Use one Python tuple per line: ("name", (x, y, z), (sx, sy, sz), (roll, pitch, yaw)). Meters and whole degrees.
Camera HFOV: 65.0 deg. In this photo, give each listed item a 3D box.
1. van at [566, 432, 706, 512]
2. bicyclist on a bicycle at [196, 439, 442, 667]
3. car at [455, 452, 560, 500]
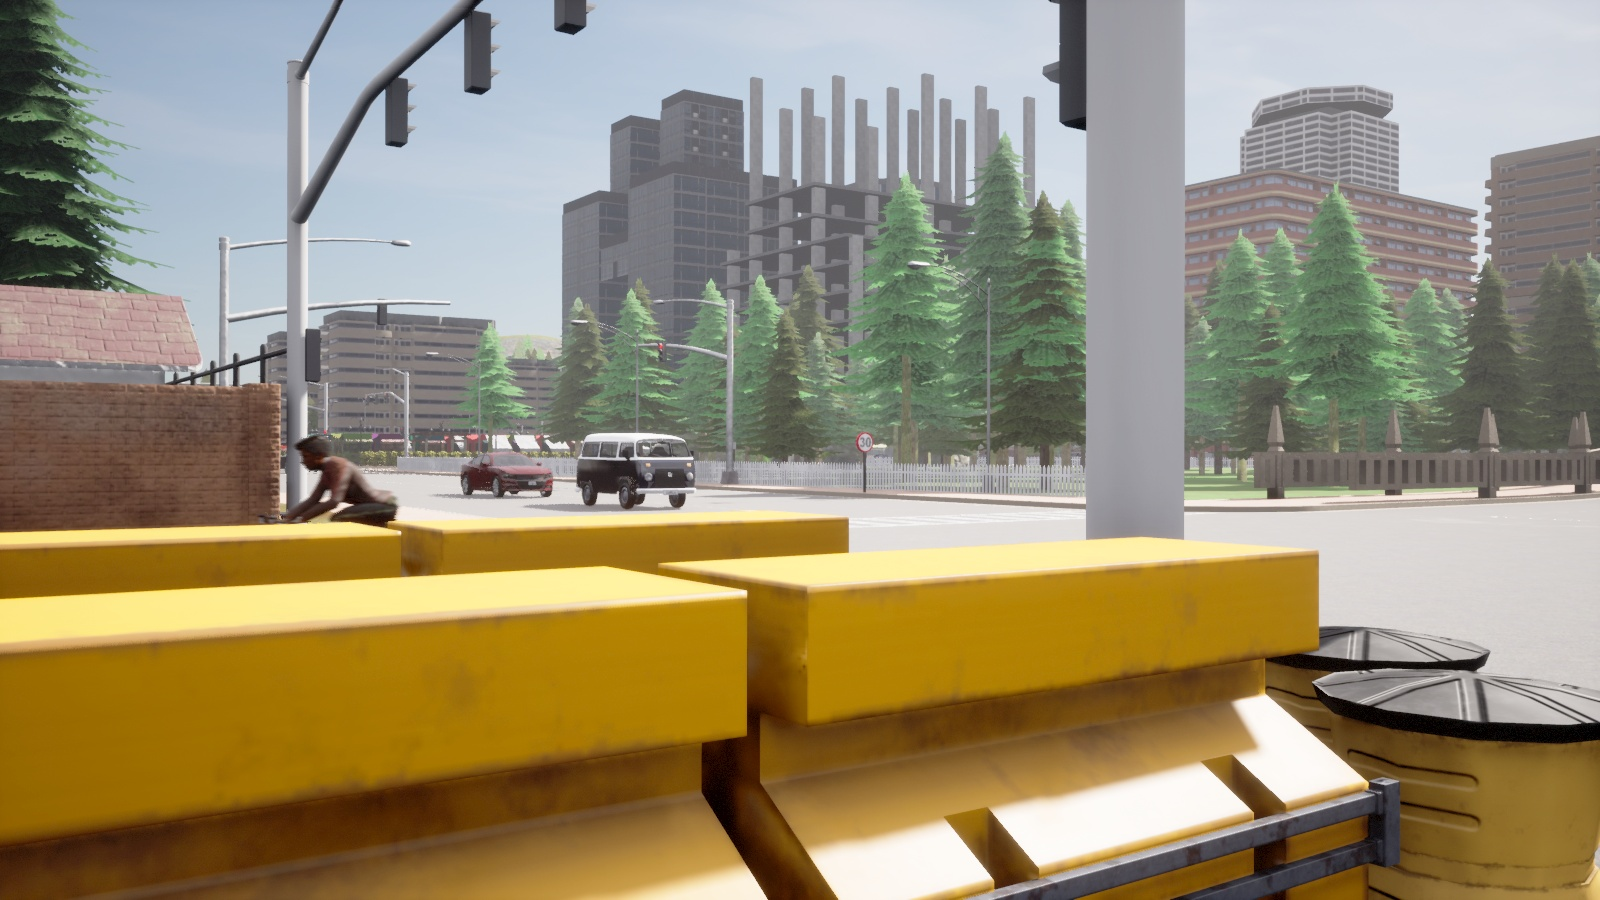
("van", (-4.568, 0.562, 34.452), (2.069, 2.038, 4.480), (0, 0, -33))
("bicyclist on a bicycle", (-3.669, 0.729, 9.634), (1.656, 1.620, 0.582), (0, 0, -35))
("car", (-10.039, 0.849, 42.856), (1.882, 1.535, 5.008), (0, 0, -33))
